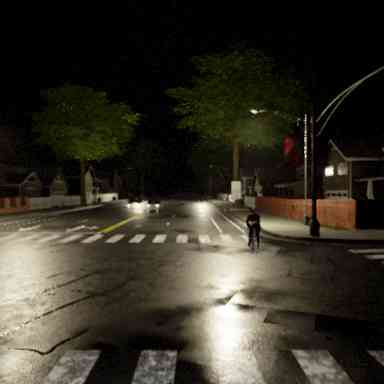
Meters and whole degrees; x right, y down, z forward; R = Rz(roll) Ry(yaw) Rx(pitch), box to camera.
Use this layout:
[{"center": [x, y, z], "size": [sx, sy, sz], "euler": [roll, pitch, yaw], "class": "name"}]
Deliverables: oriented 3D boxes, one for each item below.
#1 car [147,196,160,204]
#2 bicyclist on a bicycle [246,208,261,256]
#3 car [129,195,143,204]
[{"center": [-6.557, 1.363, 58.056], "size": [1.812, 1.442, 4.674], "euler": [0, 0, 0], "class": "car"}, {"center": [2.233, 1.422, 12.040], "size": [0.582, 1.620, 1.656], "euler": [0, 0, 0], "class": "bicyclist on a bicycle"}, {"center": [-9.806, 1.342, 58.053], "size": [1.837, 1.490, 4.892], "euler": [0, 0, 0], "class": "car"}]
